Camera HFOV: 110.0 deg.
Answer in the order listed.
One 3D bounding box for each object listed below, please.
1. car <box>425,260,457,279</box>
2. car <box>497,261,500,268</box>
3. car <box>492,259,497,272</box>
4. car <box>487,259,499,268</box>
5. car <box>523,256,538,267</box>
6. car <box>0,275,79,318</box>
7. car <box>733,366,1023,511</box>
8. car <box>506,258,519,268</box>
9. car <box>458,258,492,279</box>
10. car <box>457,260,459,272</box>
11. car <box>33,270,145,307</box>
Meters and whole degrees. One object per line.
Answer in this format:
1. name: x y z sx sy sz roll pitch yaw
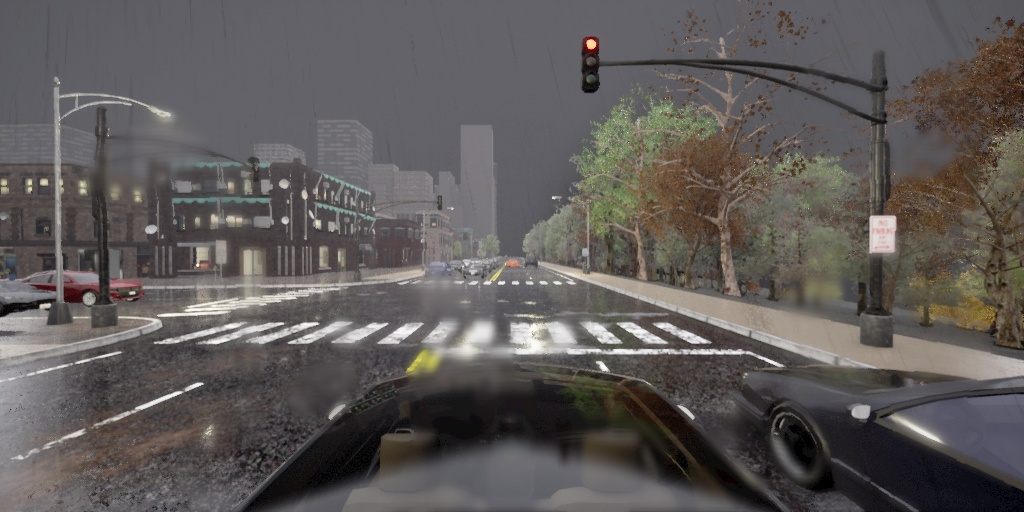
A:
1. car: -6.559 1.257 32.958 1.812 1.442 4.674 0 0 0
2. car: -3.281 1.210 51.753 2.128 1.511 4.902 0 0 0
3. car: -3.294 1.217 42.350 2.128 1.511 4.902 0 0 0
4. car: -3.243 1.237 61.755 1.812 1.442 4.674 0 0 1
5. car: 3.424 0.930 64.229 2.150 2.045 5.566 0 0 0
6. car: -19.933 1.561 13.658 4.313 1.339 1.948 0 0 0
7. car: 3.350 1.298 1.482 2.033 1.411 5.357 0 0 0
8. car: 0.161 1.066 60.775 2.097 1.767 4.553 0 0 1
9. car: -3.307 1.223 32.946 2.128 1.511 4.902 0 0 0
10. car: -6.546 1.230 42.218 1.837 1.490 4.892 0 0 0
11. car: -19.822 1.444 16.363 5.008 1.535 1.882 -1 1 0
